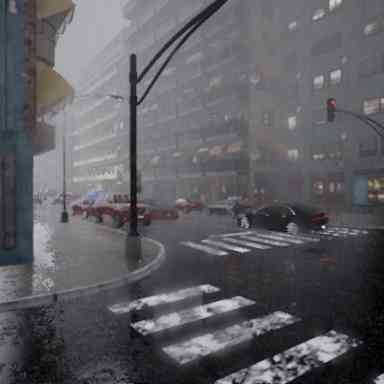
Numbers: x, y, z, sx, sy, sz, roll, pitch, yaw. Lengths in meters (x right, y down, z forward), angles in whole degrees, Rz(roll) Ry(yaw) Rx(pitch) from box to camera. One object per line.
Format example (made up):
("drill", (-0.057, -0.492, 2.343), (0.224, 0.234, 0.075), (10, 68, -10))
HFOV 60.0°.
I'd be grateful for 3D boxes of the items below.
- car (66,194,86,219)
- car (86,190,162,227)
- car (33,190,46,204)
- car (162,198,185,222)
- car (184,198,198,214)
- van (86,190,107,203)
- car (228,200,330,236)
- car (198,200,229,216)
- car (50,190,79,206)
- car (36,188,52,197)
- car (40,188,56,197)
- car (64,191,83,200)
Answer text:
("car", (-7.399, 1.113, 24.143), (1.887, 1.381, 4.507), (1, 0, -36))
("car", (-4.144, 0.963, 19.618), (2.192, 1.841, 5.009), (1, 0, -36))
("car", (-20.403, 0.818, 42.237), (1.947, 1.339, 4.313), (1, 0, -36))
("car", (-2.606, 1.195, 21.891), (1.994, 1.385, 4.181), (0, 1, -36))
("car", (-0.571, 1.141, 29.001), (1.802, 1.307, 4.206), (1, 0, -36))
("van", (-13.572, 0.584, 47.094), (1.690, 1.788, 3.998), (1, 0, -36))
("car", (4.424, 1.274, 16.899), (1.837, 1.490, 4.892), (-7, 6, -39))
("car", (2.680, 1.204, 24.477), (1.947, 1.339, 4.313), (1, 0, -36))
("car", (-14.886, 0.857, 39.007), (1.812, 1.442, 4.674), (0, 1, -36))
("car", (-33.076, 0.084, 74.234), (2.192, 1.841, 5.009), (1, 0, -36))
("car", (-29.826, 0.163, 69.711), (2.192, 1.841, 5.009), (1, 0, -36))
("car", (-20.076, 0.629, 56.141), (1.887, 1.381, 4.507), (1, 0, -36))
